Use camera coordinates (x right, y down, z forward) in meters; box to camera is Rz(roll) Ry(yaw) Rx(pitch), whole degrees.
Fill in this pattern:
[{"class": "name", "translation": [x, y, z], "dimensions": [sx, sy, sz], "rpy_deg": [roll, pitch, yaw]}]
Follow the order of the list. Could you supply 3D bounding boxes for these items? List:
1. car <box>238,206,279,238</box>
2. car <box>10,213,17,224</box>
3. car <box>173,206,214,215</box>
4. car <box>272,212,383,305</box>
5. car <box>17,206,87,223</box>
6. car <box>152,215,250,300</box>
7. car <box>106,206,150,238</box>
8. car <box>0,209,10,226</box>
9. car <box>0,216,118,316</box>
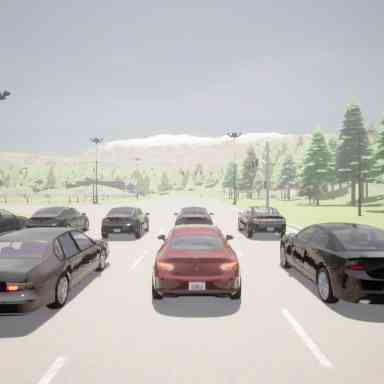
[{"class": "car", "translation": [3.595, 1.492, 17.678], "dimensions": [2.128, 1.511, 4.902], "rpy_deg": [0, 0, 0]}, {"class": "car", "translation": [-10.406, 1.547, 17.035], "dimensions": [2.033, 1.411, 5.357], "rpy_deg": [0, 0, 0]}, {"class": "car", "translation": [0.094, 1.505, 17.523], "dimensions": [1.837, 1.490, 4.892], "rpy_deg": [0, 0, 0]}, {"class": "car", "translation": [3.599, 1.478, 8.187], "dimensions": [1.882, 1.535, 5.008], "rpy_deg": [0, 0, 0]}, {"class": "car", "translation": [-6.906, 1.505, 17.535], "dimensions": [1.837, 1.490, 4.892], "rpy_deg": [0, 0, 0]}, {"class": "car", "translation": [0.095, 1.526, 8.278], "dimensions": [1.812, 1.442, 4.674], "rpy_deg": [0, 0, 0]}, {"class": "car", "translation": [-3.406, 1.505, 17.524], "dimensions": [1.837, 1.490, 4.892], "rpy_deg": [0, 0, 0]}, {"class": "car", "translation": [-6.907, 1.221, 7.695], "dimensions": [2.150, 2.045, 5.566], "rpy_deg": [0, 0, 0]}, {"class": "car", "translation": [-3.405, 1.547, 7.782], "dimensions": [2.033, 1.411, 5.357], "rpy_deg": [0, 0, 0]}]
